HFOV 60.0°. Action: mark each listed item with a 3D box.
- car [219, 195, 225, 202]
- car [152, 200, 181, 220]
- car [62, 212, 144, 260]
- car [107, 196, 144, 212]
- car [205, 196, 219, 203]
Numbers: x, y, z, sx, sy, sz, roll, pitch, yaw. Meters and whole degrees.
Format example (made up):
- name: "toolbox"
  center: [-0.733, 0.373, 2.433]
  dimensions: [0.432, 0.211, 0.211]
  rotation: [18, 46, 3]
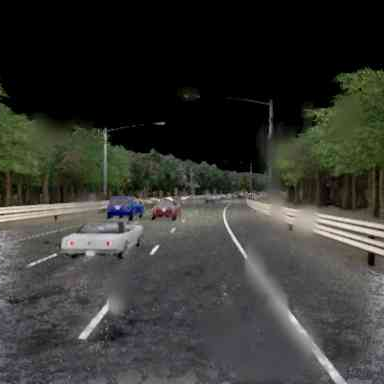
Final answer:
- name: "car"
  center: [6.693, 1.855, 89.459]
  dimensions: [2.128, 1.511, 4.902]
  rotation: [0, 0, 13]
- name: "car"
  center: [-2.194, 1.535, 29.876]
  dimensions: [2.097, 1.767, 4.553]
  rotation: [0, 0, 4]
- name: "car"
  center: [-3.145, 1.676, 12.772]
  dimensions: [1.895, 1.301, 4.718]
  rotation: [0, 0, 2]
- name: "car"
  center: [-5.761, 1.395, 29.287]
  dimensions: [2.150, 2.045, 5.566]
  rotation: [0, 0, 4]
- name: "car"
  center: [4.408, 1.693, 78.814]
  dimensions: [2.097, 1.767, 4.553]
  rotation: [0, 0, 11]
